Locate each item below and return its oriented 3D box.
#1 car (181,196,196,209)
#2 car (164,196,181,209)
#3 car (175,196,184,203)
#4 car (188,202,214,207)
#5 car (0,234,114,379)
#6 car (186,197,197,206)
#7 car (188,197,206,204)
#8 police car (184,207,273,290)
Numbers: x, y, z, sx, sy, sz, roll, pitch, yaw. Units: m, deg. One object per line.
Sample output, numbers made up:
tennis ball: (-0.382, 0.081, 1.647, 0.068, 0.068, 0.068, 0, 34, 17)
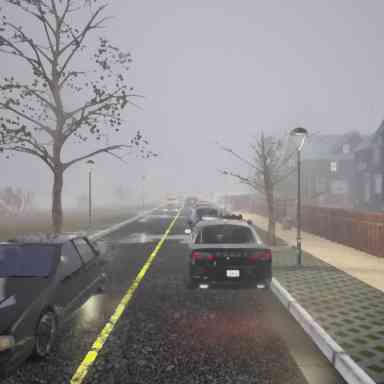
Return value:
car: (-0.008, 1.368, 45.868, 2.097, 1.767, 4.553, 0, 0, 0)
car: (-2.876, 1.494, 46.775, 1.882, 1.535, 5.008, 0, 0, 0)
car: (-2.795, 1.576, 74.826, 1.812, 1.442, 4.674, 0, 0, 0)
car: (0.814, 1.528, 19.130, 1.812, 1.442, 4.674, 0, 0, 0)
car: (-2.856, 1.547, 6.144, 2.033, 1.411, 5.357, 0, 0, 0)
car: (-0.034, 1.552, 56.959, 1.812, 1.442, 4.674, 0, 0, 0)
car: (0.810, 1.459, 25.320, 1.801, 1.575, 5.366, 0, 0, 0)
police car: (0.820, 1.425, 9.240, 1.930, 1.638, 5.238, 0, 0, 0)
